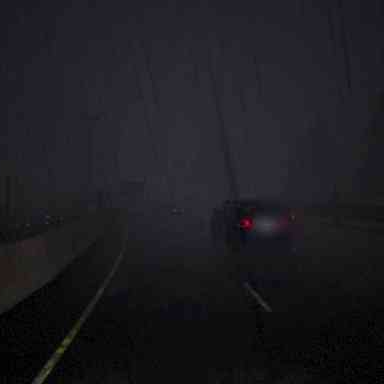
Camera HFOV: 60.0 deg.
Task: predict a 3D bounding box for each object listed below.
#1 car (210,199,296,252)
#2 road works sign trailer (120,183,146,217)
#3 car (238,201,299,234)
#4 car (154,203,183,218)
[{"bbox_3d":[2.313,1.325,14.620,2.150,2.045,5.566,0,0,-8],"label":"car"},{"bbox_3d":[-6.279,0.741,34.648,2.380,3.560,2.880,0,0,-23],"label":"road works sign trailer"},{"bbox_3d":[4.663,1.496,21.041,2.097,1.767,4.553,0,0,-11],"label":"car"},{"bbox_3d":[-2.444,1.808,33.938,2.033,1.411,5.357,0,0,-20],"label":"car"}]
